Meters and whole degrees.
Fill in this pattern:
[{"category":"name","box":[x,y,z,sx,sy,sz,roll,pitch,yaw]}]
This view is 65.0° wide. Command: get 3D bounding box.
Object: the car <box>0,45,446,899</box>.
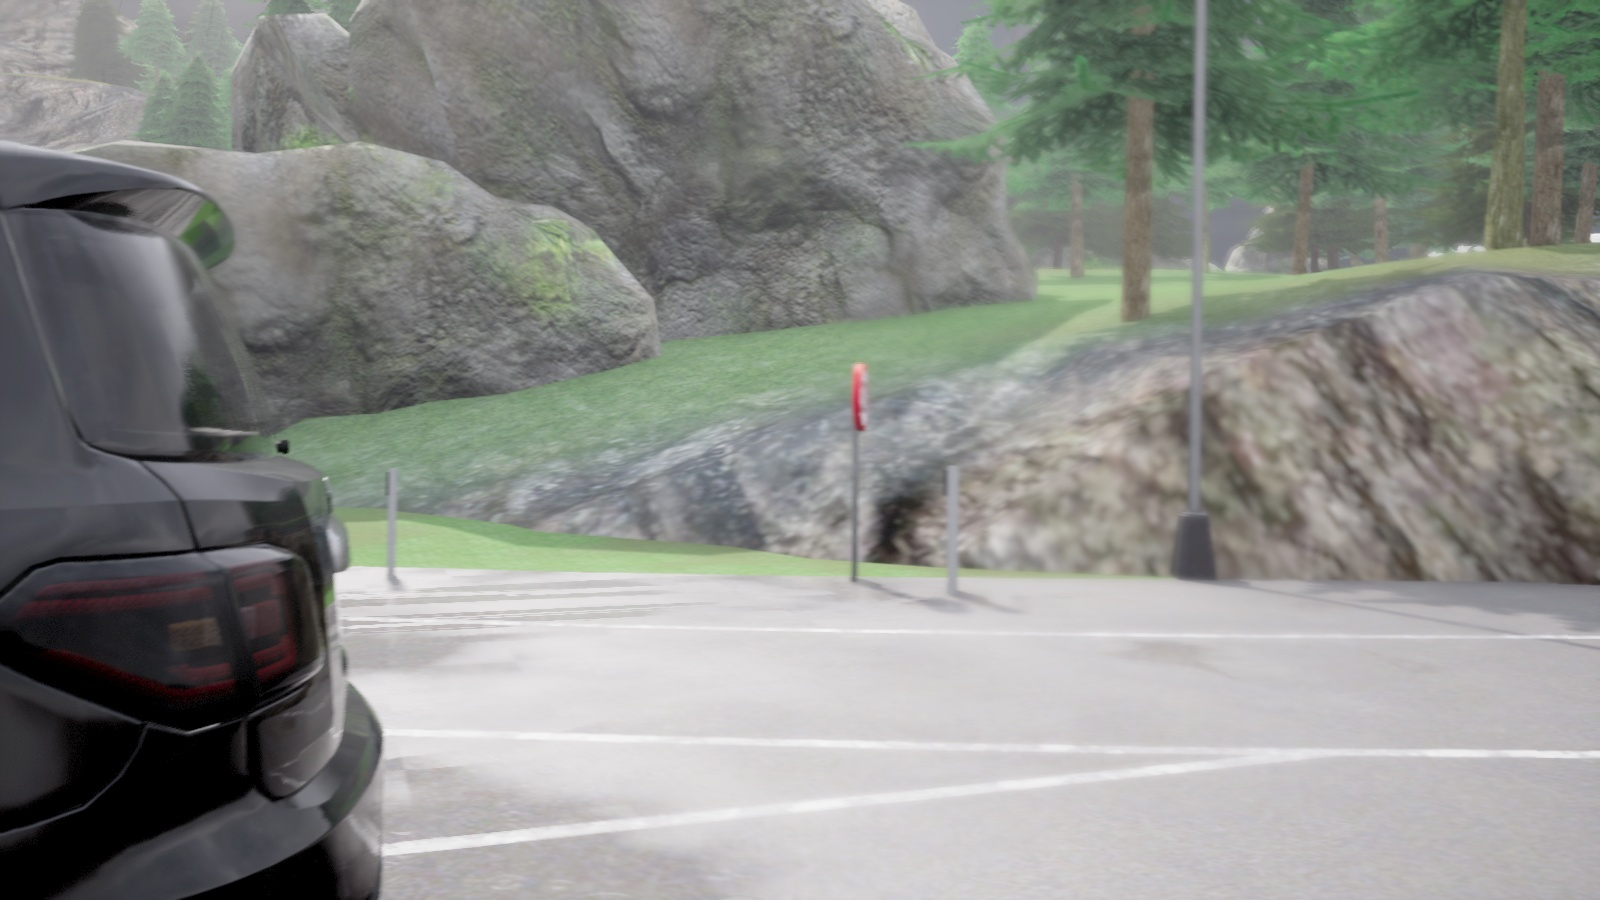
[{"category":"car","box":[-3.518,0.521,1.900,5.566,2.045,2.150,-1,1,-21]}]
